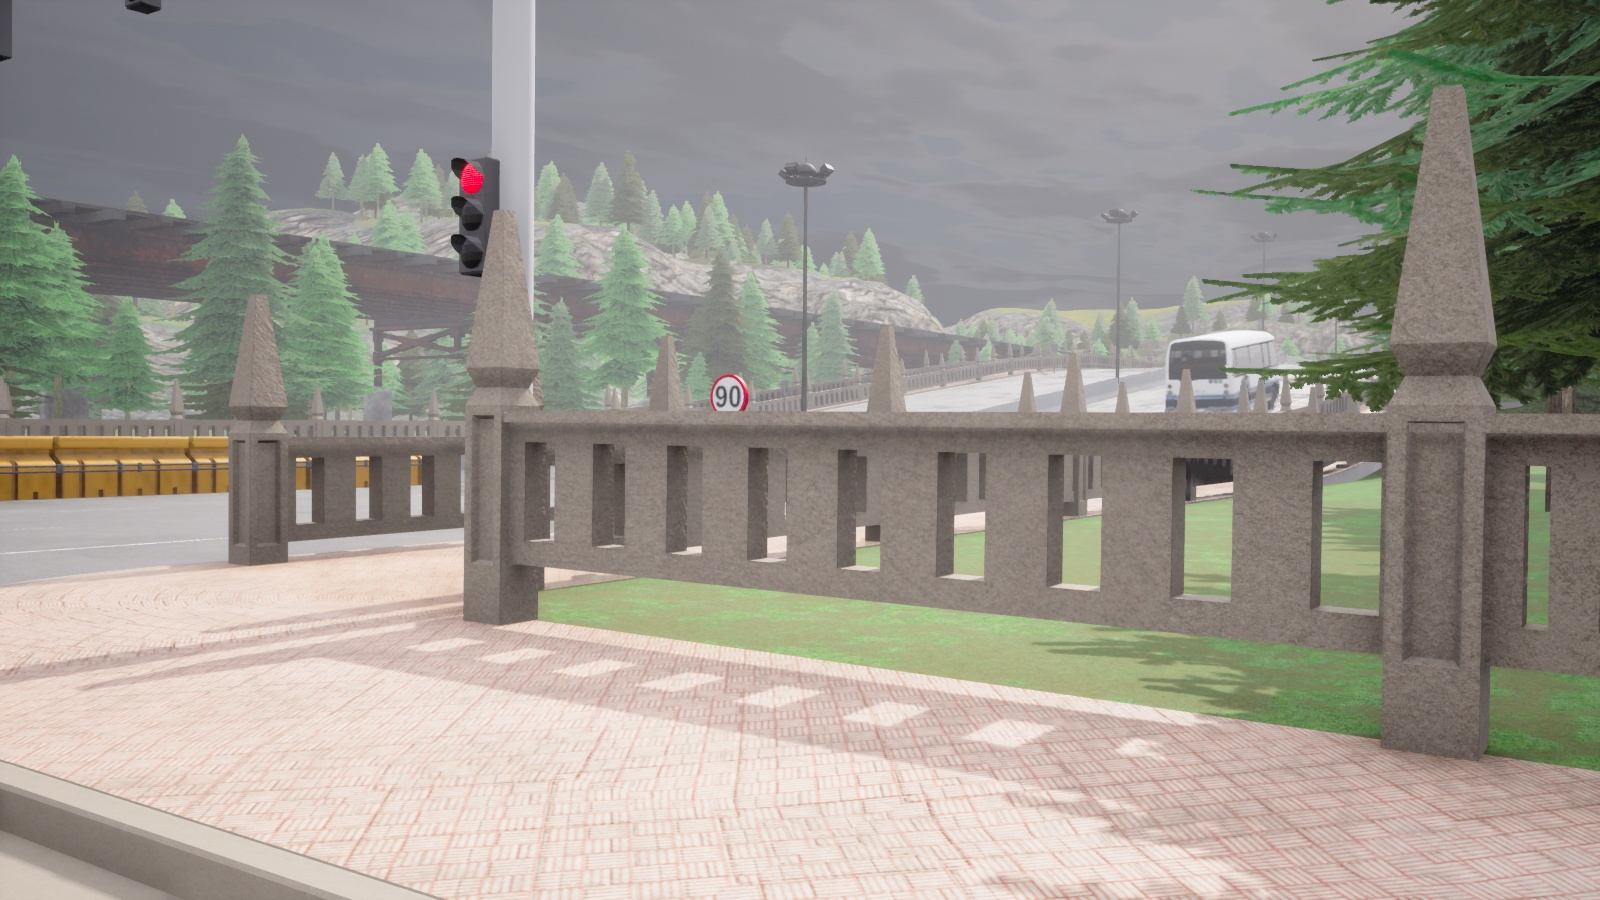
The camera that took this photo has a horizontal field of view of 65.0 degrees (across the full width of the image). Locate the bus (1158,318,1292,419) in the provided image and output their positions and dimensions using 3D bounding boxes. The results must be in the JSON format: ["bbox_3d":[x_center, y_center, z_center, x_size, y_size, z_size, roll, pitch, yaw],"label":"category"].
[{"bbox_3d":[22.047,-4.316,64.622,3.944,4.253,10.273,0,8,34],"label":"bus"}]
